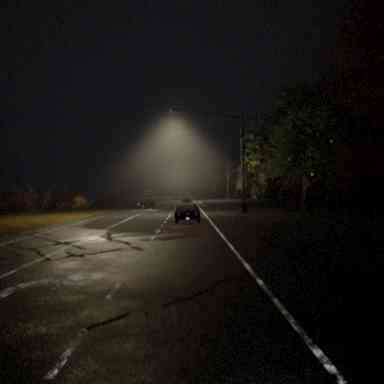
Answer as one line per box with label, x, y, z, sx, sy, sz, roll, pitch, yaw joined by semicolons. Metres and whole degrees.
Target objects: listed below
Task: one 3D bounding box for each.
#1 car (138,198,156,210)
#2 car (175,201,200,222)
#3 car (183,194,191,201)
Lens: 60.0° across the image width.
car;-6.392;1.687;47.521;1.837;1.490;4.892;-1;0;6
car;-0.369;1.629;26.475;1.895;1.301;4.718;-1;0;-1
car;-1.070;1.647;71.358;1.895;1.301;4.718;-1;0;-1
